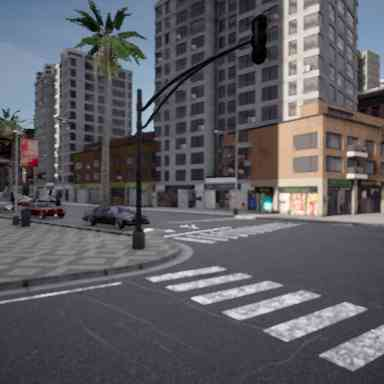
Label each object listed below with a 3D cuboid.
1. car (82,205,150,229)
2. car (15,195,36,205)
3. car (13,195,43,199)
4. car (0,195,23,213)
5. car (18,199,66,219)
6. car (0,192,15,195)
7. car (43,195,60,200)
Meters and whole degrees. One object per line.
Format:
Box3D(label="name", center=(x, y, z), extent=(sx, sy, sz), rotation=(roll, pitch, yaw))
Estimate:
Box3D(label="car", center=(-5.188, 1.579, 22.117), extent=(5.357, 1.411, 2.033), rotation=(0, 0, 40))
Box3D(label="car", center=(-28.601, 1.332, 57.031), extent=(1.837, 1.490, 4.892), rotation=(0, 0, -44))
Box3D(label="car", center=(-23.554, 1.415, 47.547), extent=(4.674, 1.442, 1.812), rotation=(1, 0, 45))
Box3D(label="car", center=(-20.293, 1.411, 35.349), extent=(4.902, 1.511, 2.128), rotation=(0, 0, 43))
Box3D(label="car", center=(-12.752, 1.577, 28.570), extent=(4.718, 1.301, 1.895), rotation=(0, 0, 41))
Box3D(label="car", center=(-30.641, 1.033, 54.470), extent=(2.150, 2.045, 5.566), rotation=(0, 0, -44))
Box3D(label="car", center=(-21.560, 1.258, 50.144), extent=(4.553, 1.767, 2.097), rotation=(1, 0, 45))
